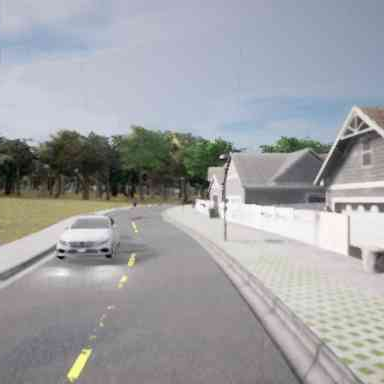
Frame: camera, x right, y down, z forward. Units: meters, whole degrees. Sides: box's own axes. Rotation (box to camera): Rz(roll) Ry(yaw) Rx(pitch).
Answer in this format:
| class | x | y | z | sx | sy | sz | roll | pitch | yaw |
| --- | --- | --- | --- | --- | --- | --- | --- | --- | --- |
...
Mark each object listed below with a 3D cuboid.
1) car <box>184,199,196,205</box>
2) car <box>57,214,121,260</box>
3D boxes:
| class | x | y | z | sx | sy | sz | roll | pitch | yaw |
| --- | --- | --- | --- | --- | --- | --- | --- | --- | --- |
| car | -0.442 | 2.578 | 85.652 | 1.994 | 1.385 | 4.181 | -1 | -1 | 21 |
| car | -3.855 | 1.629 | 13.096 | 1.812 | 1.442 | 4.674 | 0 | 0 | -7 |
